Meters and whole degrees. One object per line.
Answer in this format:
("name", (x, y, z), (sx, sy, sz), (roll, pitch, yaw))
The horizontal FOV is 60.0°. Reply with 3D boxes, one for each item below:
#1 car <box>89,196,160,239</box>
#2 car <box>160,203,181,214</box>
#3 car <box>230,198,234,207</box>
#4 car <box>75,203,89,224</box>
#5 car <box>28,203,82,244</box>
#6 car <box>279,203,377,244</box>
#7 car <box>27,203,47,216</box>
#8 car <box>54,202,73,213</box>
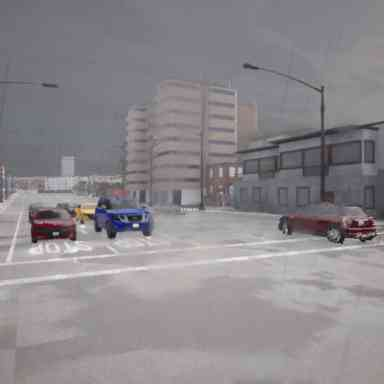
("car", (-3.902, 1.269, 18.233), (2.150, 2.045, 5.566), (0, -1, -27))
("car", (-3.043, 1.953, 39.938), (1.895, 1.301, 4.718), (0, -1, -25))
("car", (7.742, 1.625, 53.245), (1.970, 1.475, 3.806), (0, -1, -26))
("car", (-8.371, 1.666, 27.165), (1.882, 1.535, 5.008), (0, -1, -26))
("car", (-6.954, 1.529, 16.513), (1.882, 1.535, 5.008), (0, 0, -27))
("car", (6.292, 1.316, 16.020), (2.097, 1.767, 4.553), (1, 0, -25))
("car", (-19.041, 2.085, 40.735), (2.033, 1.411, 5.357), (0, -1, -26))
("car", (-18.169, 2.168, 46.900), (2.033, 1.411, 5.357), (0, -1, -26))
